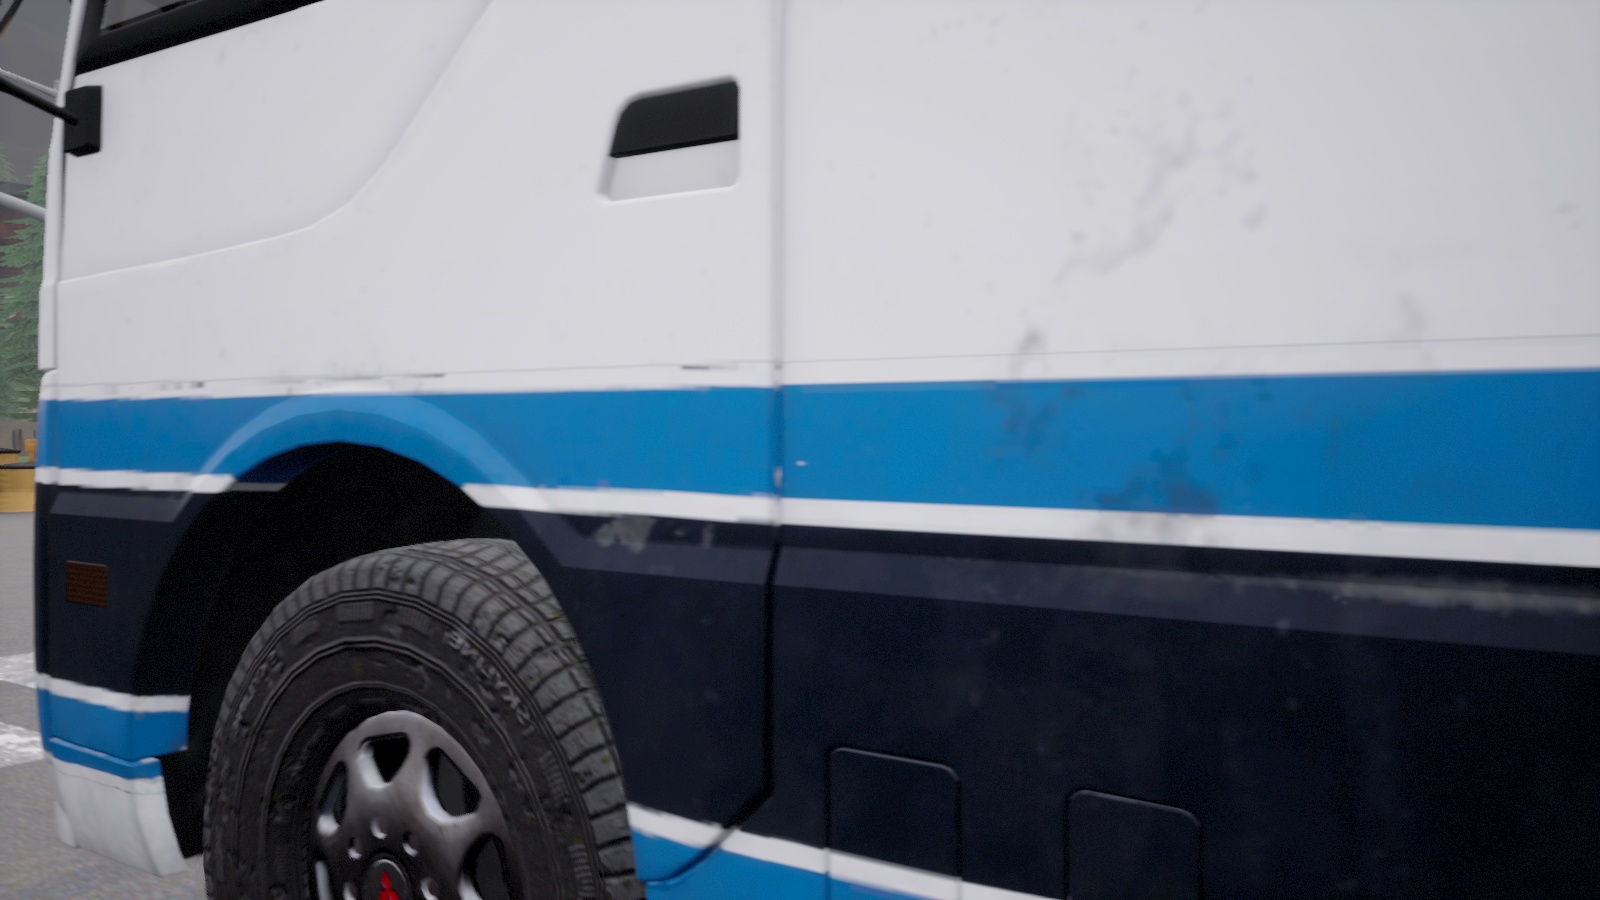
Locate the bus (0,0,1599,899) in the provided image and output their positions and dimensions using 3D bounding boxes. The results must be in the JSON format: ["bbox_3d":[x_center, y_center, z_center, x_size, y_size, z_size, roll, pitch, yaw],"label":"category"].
[{"bbox_3d":[2.579,-0.696,1.882,10.273,4.253,3.944,0,1,34],"label":"bus"}]
